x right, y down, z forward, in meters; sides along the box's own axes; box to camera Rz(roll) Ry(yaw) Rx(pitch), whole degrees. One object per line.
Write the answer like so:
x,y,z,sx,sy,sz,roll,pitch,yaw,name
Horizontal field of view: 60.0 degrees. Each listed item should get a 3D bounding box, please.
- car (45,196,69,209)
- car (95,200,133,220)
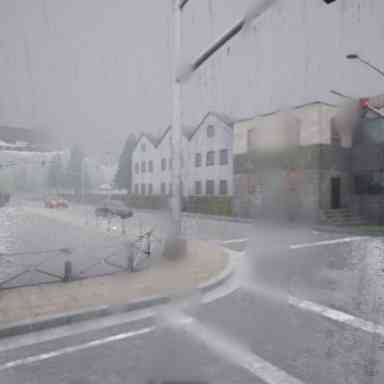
-17.903,1.301,44.007,2.097,1.767,4.553,1,0,-35,car
-6.583,1.442,27.860,1.837,1.490,4.892,1,0,-35,car
